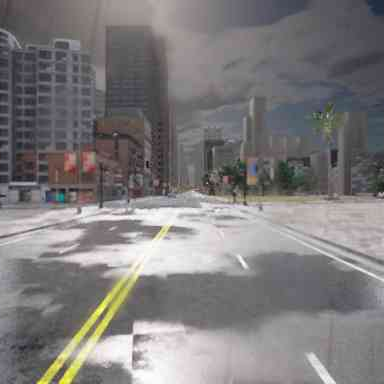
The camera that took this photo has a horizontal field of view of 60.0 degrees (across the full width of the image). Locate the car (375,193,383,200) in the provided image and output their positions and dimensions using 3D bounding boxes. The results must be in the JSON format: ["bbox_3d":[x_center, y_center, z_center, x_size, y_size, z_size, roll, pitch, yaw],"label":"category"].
[{"bbox_3d":[47.045,1.085,81.742,4.674,1.442,1.812,-1,0,-26],"label":"car"}]
